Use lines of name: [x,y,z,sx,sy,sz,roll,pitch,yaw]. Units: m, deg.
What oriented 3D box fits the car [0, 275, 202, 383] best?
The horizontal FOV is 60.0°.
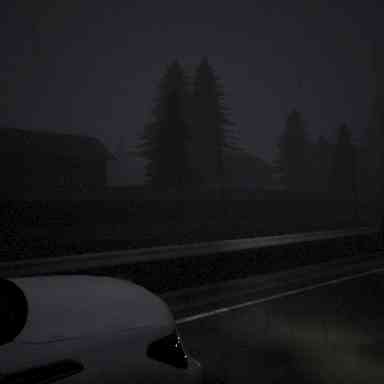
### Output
car: [-2.570,1.211,1.912,5.566,2.045,2.150,0,0,-35]
